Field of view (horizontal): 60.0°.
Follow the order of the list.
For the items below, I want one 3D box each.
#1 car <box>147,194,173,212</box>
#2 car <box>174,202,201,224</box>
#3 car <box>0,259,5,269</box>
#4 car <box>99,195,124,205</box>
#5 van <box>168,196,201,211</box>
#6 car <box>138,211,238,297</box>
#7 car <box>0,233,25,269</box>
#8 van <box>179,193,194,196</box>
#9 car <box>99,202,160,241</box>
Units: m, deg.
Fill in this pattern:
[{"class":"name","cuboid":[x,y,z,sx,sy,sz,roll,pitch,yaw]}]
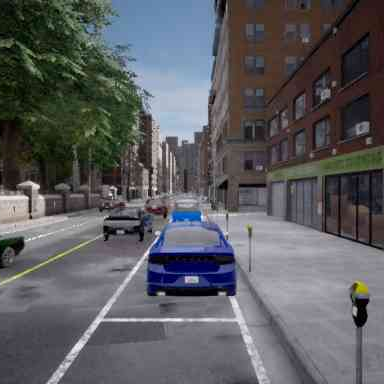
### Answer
[{"class":"car","cuboid":[-3.148,1.337,29.920,2.097,1.767,4.553,0,0,0]},{"class":"car","cuboid":[-0.290,1.533,25.659,1.887,1.381,4.507,0,0,0]},{"class":"car","cuboid":[-3.047,1.493,1.019,2.128,1.511,4.902,0,0,0]},{"class":"car","cuboid":[-8.815,1.291,36.940,2.192,1.841,5.009,0,0,0]},{"class":"van","cuboid":[-0.290,1.333,19.998,1.690,1.788,3.998,0,0,0]},{"class":"car","cuboid":[-0.005,1.475,8.650,1.882,1.535,5.008,0,0,0]},{"class":"car","cuboid":[-6.252,1.599,8.386,1.895,1.301,4.718,0,0,0]},{"class":"van","cuboid":[-0.290,1.317,36.980,1.690,1.788,3.998,0,0,0]},{"class":"car","cuboid":[-3.046,1.485,16.594,2.128,1.511,4.902,0,0,0]}]
